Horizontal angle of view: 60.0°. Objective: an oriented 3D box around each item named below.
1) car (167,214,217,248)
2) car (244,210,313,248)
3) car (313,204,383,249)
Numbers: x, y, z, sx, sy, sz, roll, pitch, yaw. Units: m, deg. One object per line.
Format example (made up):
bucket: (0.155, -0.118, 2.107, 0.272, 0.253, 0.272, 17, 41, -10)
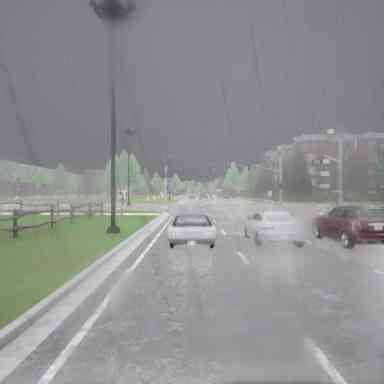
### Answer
car: (0.000, 1.613, 14.680, 1.895, 1.301, 4.718, 0, 0, 0)
car: (3.500, 1.530, 14.650, 1.812, 1.442, 4.674, 0, 0, 0)
car: (7.000, 1.363, 14.620, 2.097, 1.767, 4.553, 0, 0, 0)
